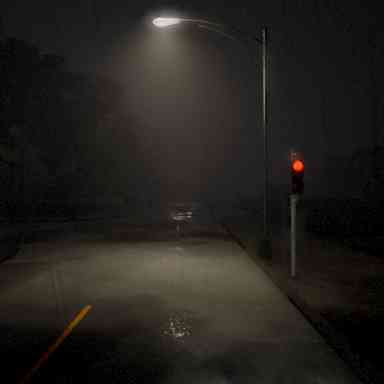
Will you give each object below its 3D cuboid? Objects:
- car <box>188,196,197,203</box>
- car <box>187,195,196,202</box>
[{"bbox_3d":[0.047,1.512,66.739,1.837,1.490,4.892,0,0,0],"label":"car"},{"bbox_3d":[-0.061,1.548,78.013,2.033,1.411,5.357,0,0,0],"label":"car"}]
